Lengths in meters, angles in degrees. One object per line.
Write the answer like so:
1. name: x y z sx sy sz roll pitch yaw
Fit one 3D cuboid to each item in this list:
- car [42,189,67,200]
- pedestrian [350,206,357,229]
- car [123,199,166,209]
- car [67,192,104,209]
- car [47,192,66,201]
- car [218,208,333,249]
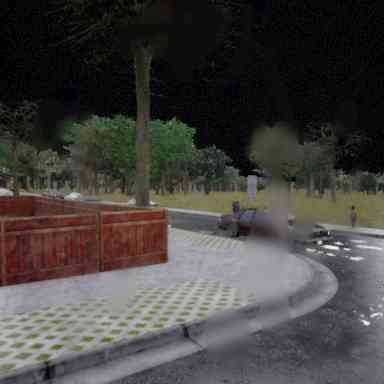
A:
1. car: -19.443 0.271 46.342 2.097 1.767 4.553 0 1 -36
2. pedestrian: 8.476 0.996 17.513 0.375 1.860 0.375 1 0 -36
3. car: -3.553 1.215 24.171 1.812 1.442 4.674 0 1 -36
4. car: -10.709 1.045 34.096 2.033 1.411 5.357 0 1 -36
5. car: -22.924 0.690 56.034 1.895 1.301 4.718 0 1 -35
6. car: 3.298 1.420 14.453 2.033 1.411 5.357 0 1 -32
